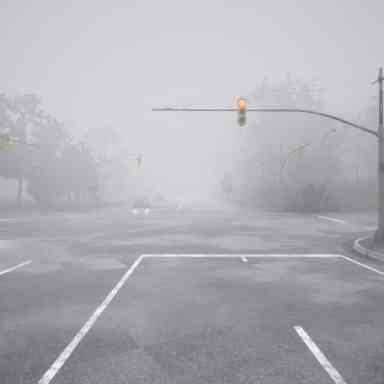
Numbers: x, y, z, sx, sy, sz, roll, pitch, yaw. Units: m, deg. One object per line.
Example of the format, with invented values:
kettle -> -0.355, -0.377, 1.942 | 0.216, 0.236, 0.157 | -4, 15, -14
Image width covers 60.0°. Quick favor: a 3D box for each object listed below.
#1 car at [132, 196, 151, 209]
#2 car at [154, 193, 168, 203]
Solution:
car -> -7.001, 1.311, 46.370 | 2.097, 1.767, 4.553 | 0, 0, 0
car -> -7.000, 1.225, 72.214 | 2.150, 2.045, 5.566 | 0, 0, 0
